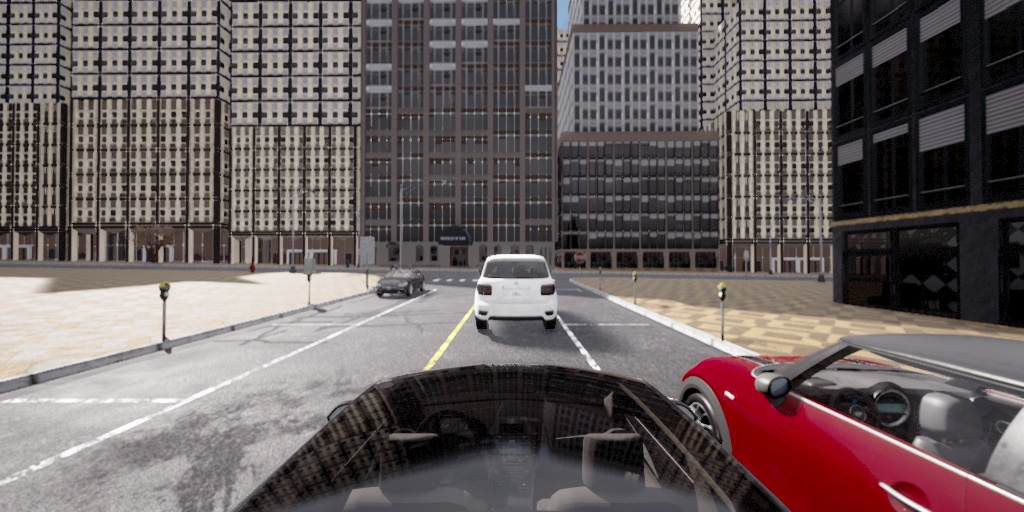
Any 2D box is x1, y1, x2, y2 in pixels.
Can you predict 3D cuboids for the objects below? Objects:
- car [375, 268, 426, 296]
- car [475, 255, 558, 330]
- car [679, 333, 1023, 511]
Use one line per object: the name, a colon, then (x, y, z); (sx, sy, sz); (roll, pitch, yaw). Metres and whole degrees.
car: (-5.815, 1.311, 19.088); (2.007, 1.370, 4.403); (0, 0, 0)
car: (0.104, 0.978, 11.260); (2.150, 2.045, 5.566); (0, 0, 0)
car: (2.693, 1.190, 2.152); (1.967, 1.591, 4.097); (0, 0, 0)
